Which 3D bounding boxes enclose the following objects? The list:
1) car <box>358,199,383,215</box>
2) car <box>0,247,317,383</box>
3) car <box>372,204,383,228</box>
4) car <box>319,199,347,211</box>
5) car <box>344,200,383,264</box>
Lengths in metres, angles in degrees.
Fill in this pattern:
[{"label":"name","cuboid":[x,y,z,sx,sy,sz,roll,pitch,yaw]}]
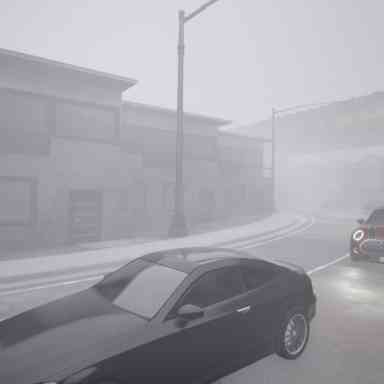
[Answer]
[{"label":"car","cuboid":[19.901,1.570,35.503,2.128,1.511,4.902,1,-1,4]},{"label":"car","cuboid":[-0.166,1.524,4.321,4.674,1.442,1.812,0,0,-40]},{"label":"car","cuboid":[13.094,1.508,21.570,1.895,1.301,4.718,1,0,21]},{"label":"car","cuboid":[19.376,1.772,45.773,1.837,1.490,4.892,1,-1,-8]},{"label":"car","cuboid":[6.816,1.309,11.131,2.097,1.767,4.553,0,1,37]}]
